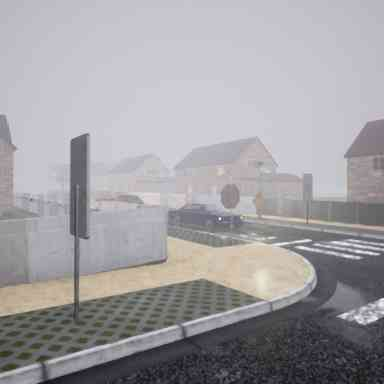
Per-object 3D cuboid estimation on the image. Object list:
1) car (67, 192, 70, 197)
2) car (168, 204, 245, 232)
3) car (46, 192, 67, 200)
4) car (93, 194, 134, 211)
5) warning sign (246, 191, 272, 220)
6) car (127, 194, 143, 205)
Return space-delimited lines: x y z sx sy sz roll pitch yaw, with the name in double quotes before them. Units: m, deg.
"car" -17.964 0.716 49.142 2.033 1.411 5.357 1 0 -36
"car" 0.683 1.339 18.248 1.895 1.301 4.718 0 1 -36
"car" -19.265 0.738 46.101 1.994 1.385 4.181 1 0 -36
"car" -7.248 1.097 29.261 1.895 1.301 4.718 0 1 -36
"warning sign" 4.454 0.873 22.174 1.300 1.860 1.060 -1 0 -36
"car" -6.685 0.968 33.527 1.837 1.490 4.892 0 1 -36
